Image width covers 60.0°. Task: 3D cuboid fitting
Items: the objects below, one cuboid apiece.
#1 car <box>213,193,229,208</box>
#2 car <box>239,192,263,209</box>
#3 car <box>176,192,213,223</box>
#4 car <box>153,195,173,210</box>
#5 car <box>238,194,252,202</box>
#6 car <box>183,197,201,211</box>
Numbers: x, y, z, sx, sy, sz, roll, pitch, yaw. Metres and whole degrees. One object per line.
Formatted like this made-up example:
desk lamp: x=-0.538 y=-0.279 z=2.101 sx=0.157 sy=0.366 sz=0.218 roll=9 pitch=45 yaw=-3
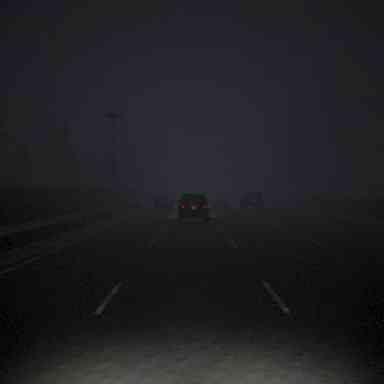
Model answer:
car: x=3.517 y=1.276 z=41.980 sx=1.812 sy=1.442 sz=4.674 roll=0 pitch=0 yaw=0
car: x=7.006 y=0.961 z=39.670 sx=2.150 sy=2.045 sz=5.566 roll=0 pitch=1 yaw=0
car: x=0.103 y=1.093 z=24.100 sx=2.150 sy=2.045 sz=5.566 roll=0 pitch=0 yaw=0
car: x=-3.479 y=1.163 z=40.446 sx=2.097 sy=1.767 sz=4.553 roll=0 pitch=0 yaw=0
car: x=10.364 y=1.137 z=65.045 sx=1.994 sy=1.385 sz=4.181 roll=0 pitch=0 yaw=0
car: x=0.009 y=1.338 z=39.639 sx=2.033 sy=1.411 sz=5.357 roll=0 pitch=0 yaw=0
